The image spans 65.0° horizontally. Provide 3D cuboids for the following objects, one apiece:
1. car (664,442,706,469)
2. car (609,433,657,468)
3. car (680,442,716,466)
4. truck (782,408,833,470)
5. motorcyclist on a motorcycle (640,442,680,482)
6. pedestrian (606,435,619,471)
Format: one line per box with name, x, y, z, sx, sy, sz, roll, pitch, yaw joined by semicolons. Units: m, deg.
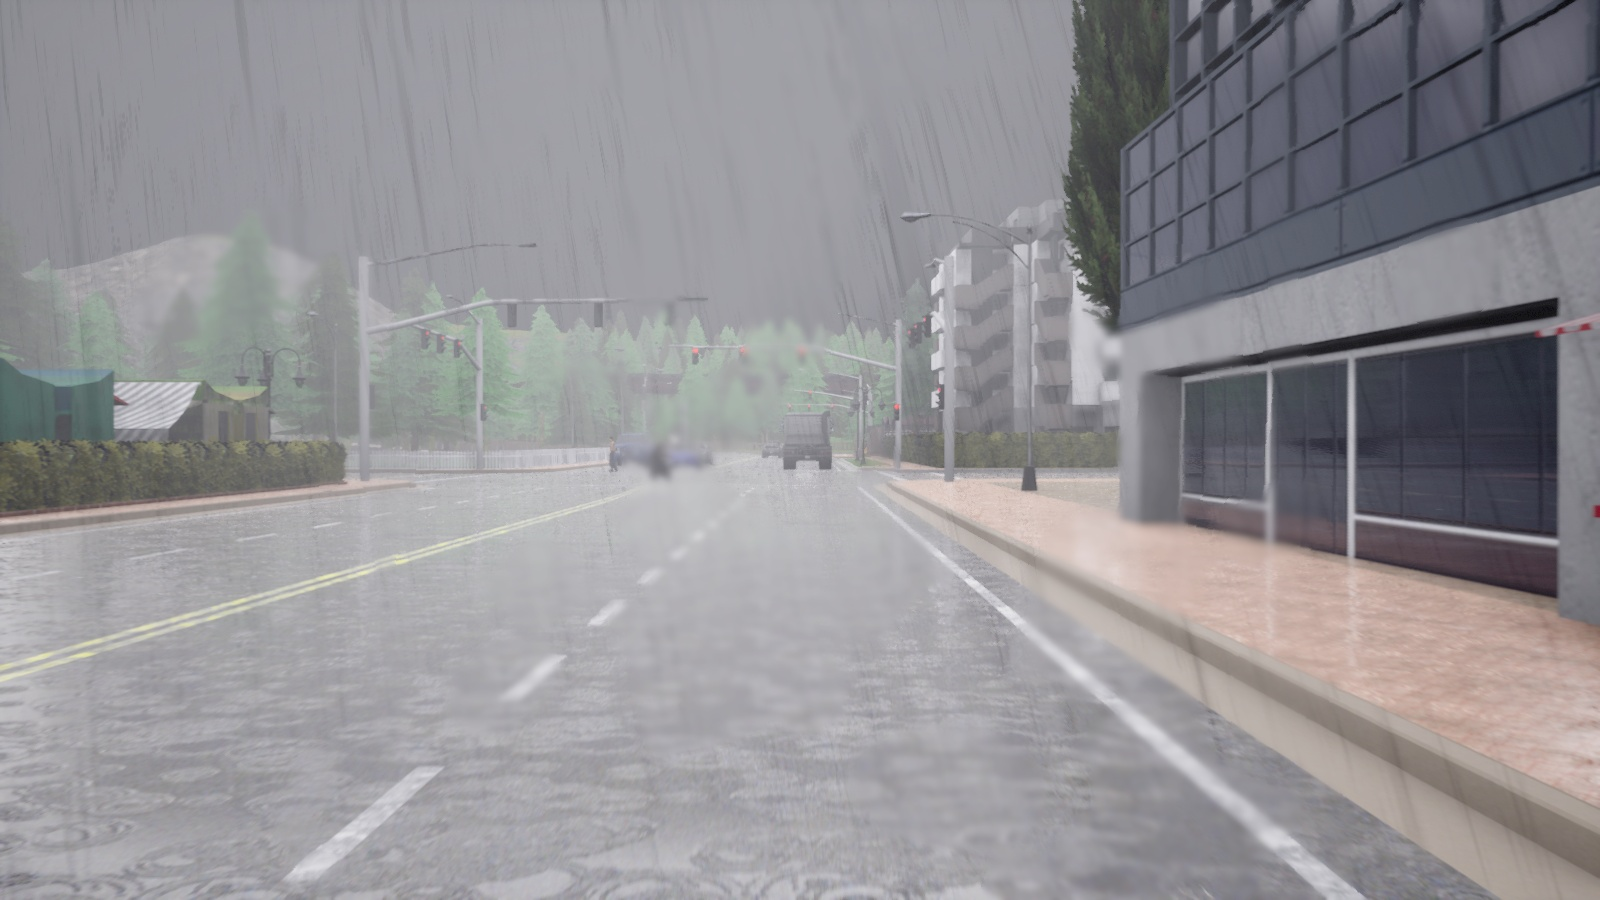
car;-6.571;0.281;72.195;2.007;1.525;4.514;0;0;0
car;-10.051;0.029;75.983;2.150;2.045;5.566;0;0;0
car;-6.523;0.253;80.574;1.970;1.475;3.806;0;0;1
truck;0.442;-0.654;74.307;2.891;3.462;7.936;0;0;0
motorcyclist on a motorcycle;-5.546;0.445;49.501;0.797;1.523;2.044;-2;1;-30
pedestrian;-9.600;0.175;64.263;0.594;1.836;0.345;0;0;2
